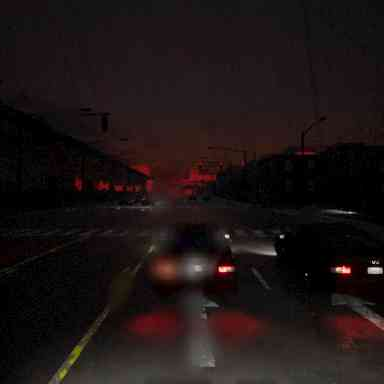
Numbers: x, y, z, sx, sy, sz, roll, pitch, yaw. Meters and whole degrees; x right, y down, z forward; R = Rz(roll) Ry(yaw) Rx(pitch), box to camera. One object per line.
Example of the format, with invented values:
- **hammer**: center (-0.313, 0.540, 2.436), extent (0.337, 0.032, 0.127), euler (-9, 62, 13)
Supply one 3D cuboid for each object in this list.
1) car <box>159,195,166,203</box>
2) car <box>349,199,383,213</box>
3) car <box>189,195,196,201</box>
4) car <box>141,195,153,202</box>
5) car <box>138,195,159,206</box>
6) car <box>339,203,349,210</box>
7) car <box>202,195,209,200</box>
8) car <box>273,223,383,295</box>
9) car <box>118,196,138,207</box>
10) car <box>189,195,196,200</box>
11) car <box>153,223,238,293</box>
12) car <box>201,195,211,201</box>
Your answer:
- **car**: center (-6.865, 1.601, 66.007), extent (1.895, 1.301, 4.718), euler (0, 0, 1)
- **car**: center (20.050, 1.564, 36.375), extent (4.181, 1.385, 1.994), euler (0, 0, 0)
- **car**: center (0.207, 1.540, 83.246), extent (2.033, 1.411, 5.357), euler (0, 0, 0)
- **car**: center (-10.311, 1.478, 76.415), extent (1.882, 1.535, 5.008), euler (0, 0, 0)
- **car**: center (-6.951, 1.601, 53.508), extent (1.895, 1.301, 4.718), euler (0, 0, 0)
- **car**: center (20.634, 1.547, 39.879), extent (5.357, 1.411, 2.033), euler (0, 0, 0)
- **car**: center (3.733, 1.524, 94.009), extent (1.812, 1.442, 4.674), euler (0, 0, 0)
- **car**: center (3.582, 1.547, 8.854), extent (2.033, 1.411, 5.357), euler (0, 0, 2)
- **car**: center (-10.453, 1.477, 52.970), extent (1.882, 1.535, 5.008), euler (0, 0, 0)
- **car**: center (0.232, 1.500, 93.755), extent (1.837, 1.490, 4.892), euler (0, 0, 0)
- **car**: center (0.091, 1.547, 8.962), extent (2.033, 1.411, 5.357), euler (0, 0, 0)
- **car**: center (3.705, 1.552, 82.806), extent (1.994, 1.385, 4.181), euler (0, 0, 0)
